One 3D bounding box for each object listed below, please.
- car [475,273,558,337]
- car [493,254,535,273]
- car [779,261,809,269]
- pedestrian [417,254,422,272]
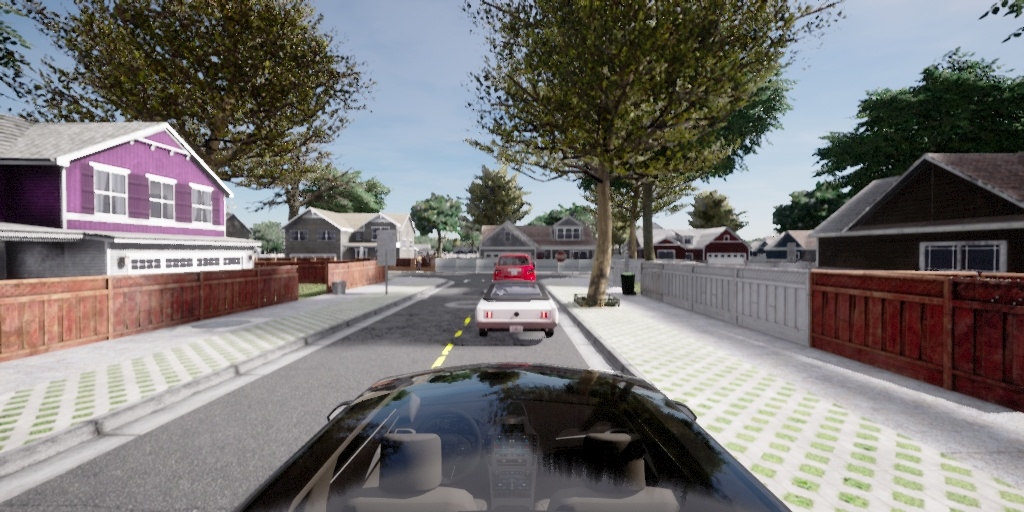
[{"bbox_3d":[0.112,1.328,10.191,1.895,1.301,4.718,0,0,0],"label":"car"},{"bbox_3d":[0.125,0.923,20.144,2.150,2.045,5.566,0,0,0],"label":"car"},{"bbox_3d":[26.884,1.250,34.821,4.902,1.511,2.128,0,1,0],"label":"car"},{"bbox_3d":[-9.702,0.720,37.419,0.375,1.860,0.375,0,0,0],"label":"pedestrian"}]
